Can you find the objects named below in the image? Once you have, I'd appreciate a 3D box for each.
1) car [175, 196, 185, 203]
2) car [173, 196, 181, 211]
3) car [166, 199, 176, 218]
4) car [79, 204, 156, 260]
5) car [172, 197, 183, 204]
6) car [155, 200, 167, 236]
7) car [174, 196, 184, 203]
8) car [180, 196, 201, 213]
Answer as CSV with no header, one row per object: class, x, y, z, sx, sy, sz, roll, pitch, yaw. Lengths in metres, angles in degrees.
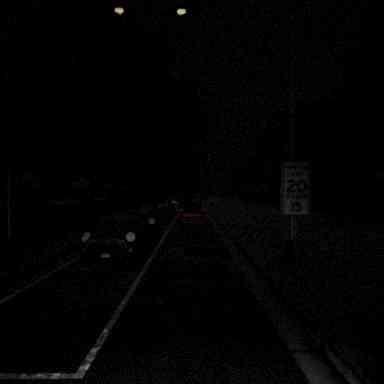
car,-2.671,1.657,74.747,1.947,1.339,4.313,0,0,0
car,-2.657,1.551,40.615,2.008,1.369,4.403,0,0,0
car,-2.652,1.570,29.238,1.802,1.307,4.206,0,0,0
car,-2.646,1.427,12.172,1.967,1.590,4.097,0,0,0
car,-2.667,1.597,63.369,1.887,1.381,4.507,0,0,0
car,-2.647,1.425,17.860,1.967,1.590,4.097,0,0,0
car,-2.669,1.621,69.058,2.008,1.369,4.403,0,0,0
car,-0.013,1.474,36.282,1.882,1.535,5.008,0,0,0
